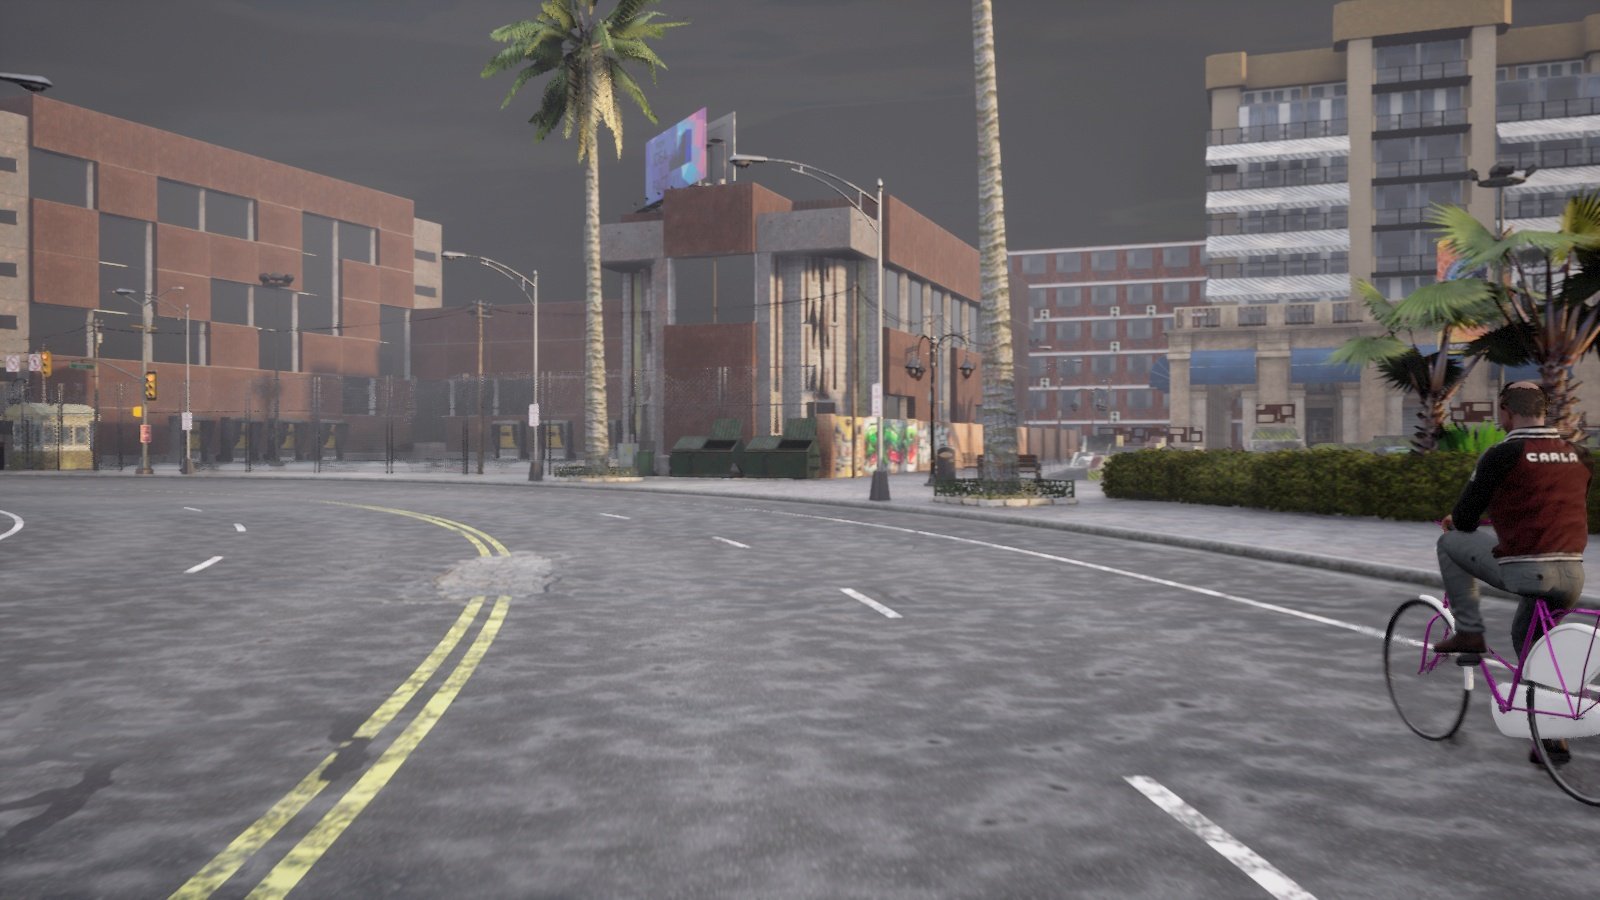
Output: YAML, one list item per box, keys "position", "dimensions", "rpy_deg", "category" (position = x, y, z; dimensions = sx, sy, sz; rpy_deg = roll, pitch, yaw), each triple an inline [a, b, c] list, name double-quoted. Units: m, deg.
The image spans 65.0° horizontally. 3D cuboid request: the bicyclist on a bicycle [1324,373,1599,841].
- position: [3.162, 0.586, 5.709]
  dimensions: [0.659, 1.776, 1.843]
  rpy_deg: [0, 1, -5]
  category: "bicyclist on a bicycle"
